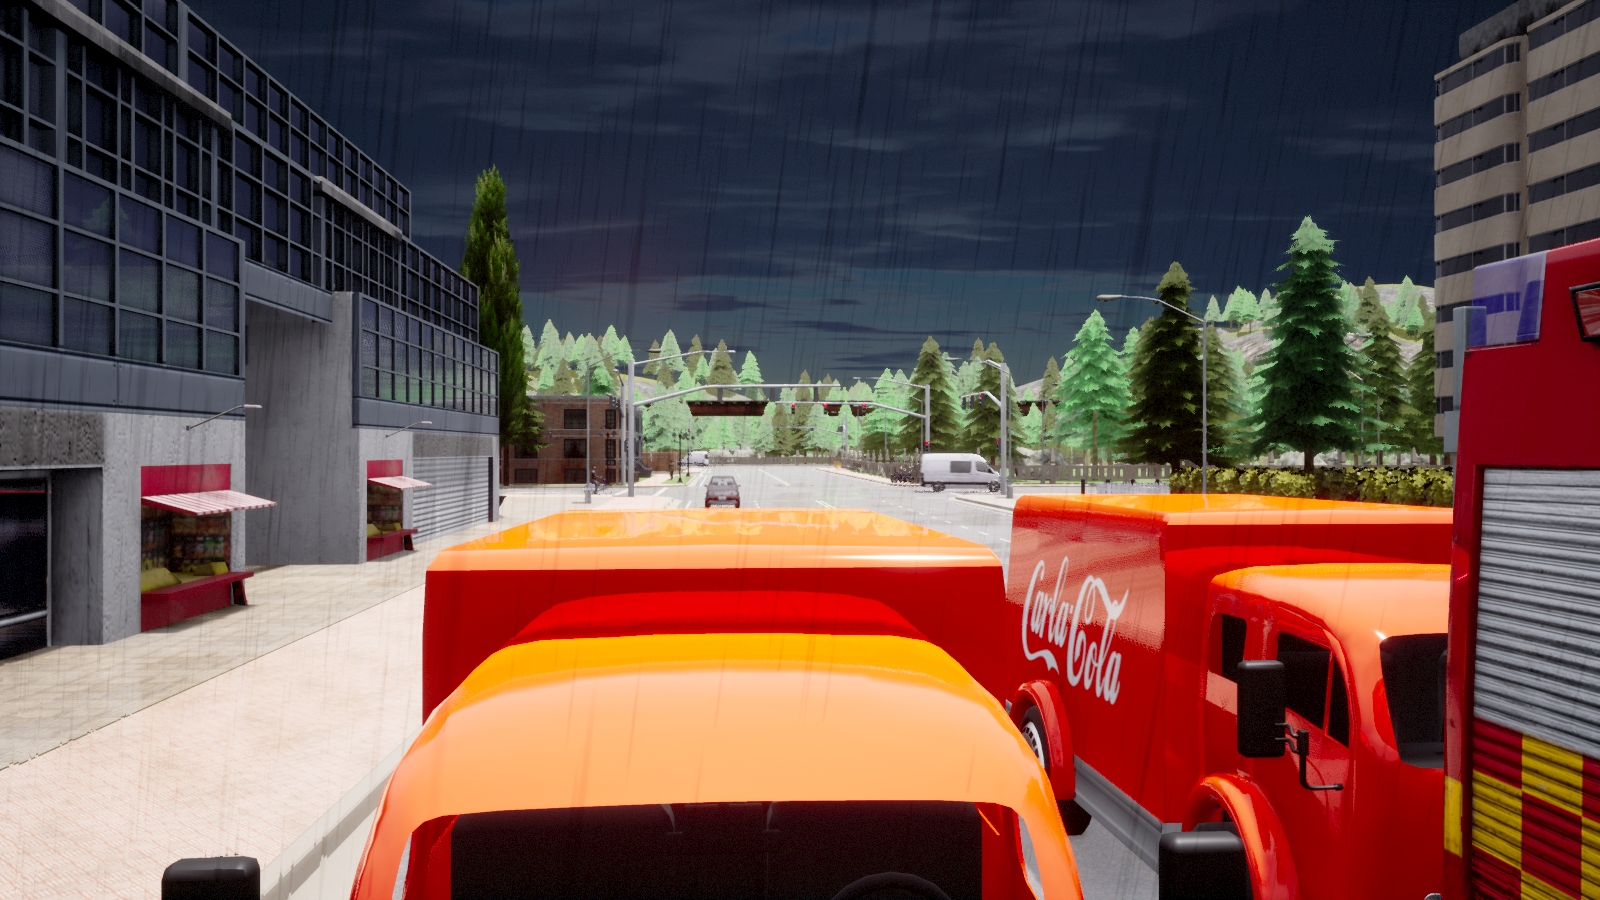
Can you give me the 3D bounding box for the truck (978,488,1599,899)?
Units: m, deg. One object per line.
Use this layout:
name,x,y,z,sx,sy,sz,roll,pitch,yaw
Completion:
truck,3.003,1.568,7.234,2.627,2.467,5.204,0,0,-4

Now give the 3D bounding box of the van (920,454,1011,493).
van,10.942,1.534,75.783,5.915,2.561,1.988,0,1,7

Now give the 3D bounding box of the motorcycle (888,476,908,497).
motorcycle,5.944,2.205,69.519,0.867,1.251,2.209,0,0,-4

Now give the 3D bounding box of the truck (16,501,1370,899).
truck,-0.347,1.568,4.821,2.627,2.467,5.204,0,0,-4

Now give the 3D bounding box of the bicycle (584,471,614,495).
bicycle,-12.531,2.060,71.198,1.835,1.471,0.329,0,0,-11

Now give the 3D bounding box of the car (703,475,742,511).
car,-3.692,2.026,54.586,1.789,1.549,3.705,0,0,-4
